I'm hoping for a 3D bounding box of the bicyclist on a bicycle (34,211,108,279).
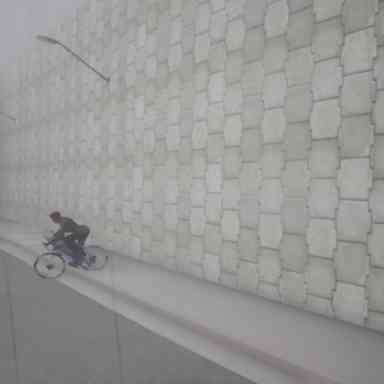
[{"bbox_3d":[-2.829,1.196,7.623,1.656,1.620,0.582,-8,17,-13],"label":"bicyclist on a bicycle"}]

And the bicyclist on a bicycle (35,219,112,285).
[{"bbox_3d":[-3.084,1.481,8.538,1.656,0.582,1.620,47,-23,-19],"label":"bicyclist on a bicycle"}]
